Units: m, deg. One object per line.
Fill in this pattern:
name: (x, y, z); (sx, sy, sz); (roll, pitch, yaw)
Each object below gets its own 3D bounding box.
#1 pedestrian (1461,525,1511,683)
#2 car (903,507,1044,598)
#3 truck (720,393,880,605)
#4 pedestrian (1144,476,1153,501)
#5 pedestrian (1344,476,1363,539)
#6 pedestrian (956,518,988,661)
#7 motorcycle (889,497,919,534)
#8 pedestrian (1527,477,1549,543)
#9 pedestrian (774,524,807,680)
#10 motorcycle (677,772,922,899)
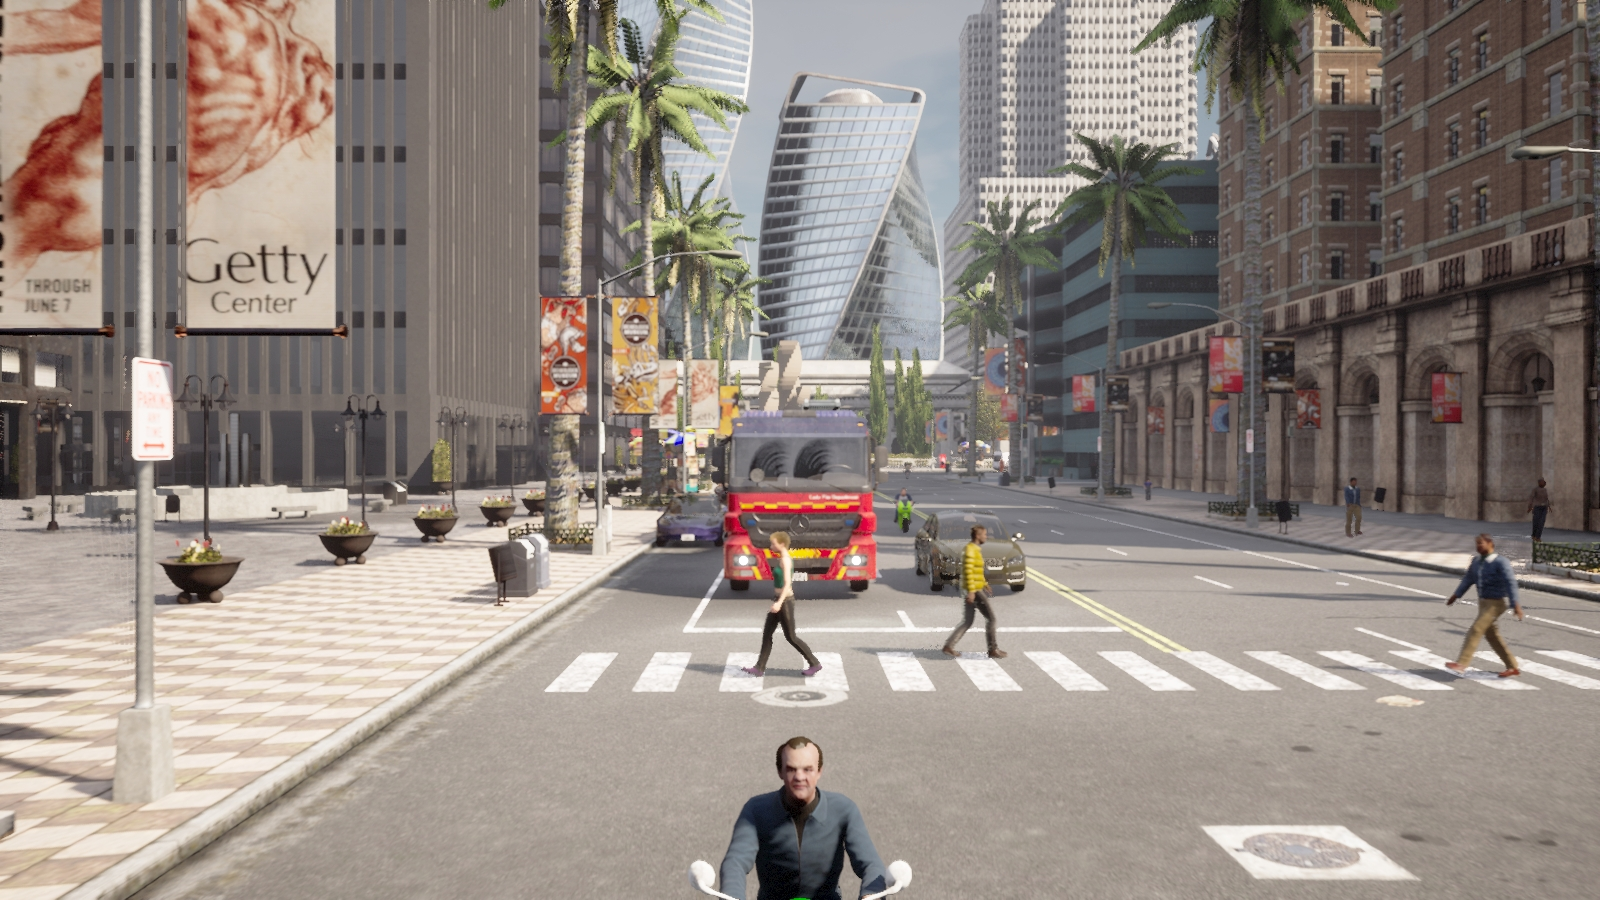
pedestrian: (8.299, 1.848, 13.831); (0.375, 1.860, 0.375); (0, 0, -5)
car: (3.499, 2.059, 24.067); (2.231, 1.480, 4.892); (0, 0, 0)
truck: (0.005, 0.888, 24.879); (2.891, 3.827, 8.468); (0, 0, 0)
pedestrian: (17.914, 1.971, 58.731); (0.375, 1.300, 0.375); (0, 0, 12)
pedestrian: (16.422, 1.694, 33.899); (0.375, 1.860, 0.375); (0, 0, -4)
pedestrian: (2.292, 1.848, 15.229); (0.375, 1.860, 0.375); (0, 0, 1)
motorcycle: (3.500, 2.210, 38.623); (0.803, 1.145, 2.033); (0, 0, 0)
pedestrian: (20.926, 1.694, 32.390); (0.375, 1.860, 0.375); (0, 0, -1)
pedestrian: (-0.124, 1.847, 14.030); (0.375, 1.860, 0.375); (0, 0, -5)
motorcycle: (-0.001, 2.182, 4.628); (0.856, 1.236, 1.805); (0, 0, 0)
